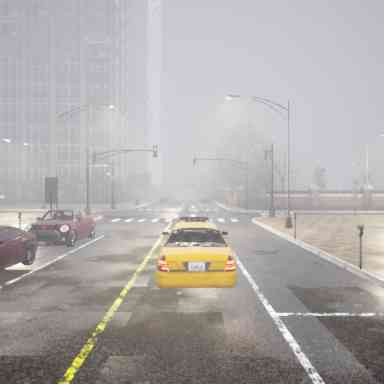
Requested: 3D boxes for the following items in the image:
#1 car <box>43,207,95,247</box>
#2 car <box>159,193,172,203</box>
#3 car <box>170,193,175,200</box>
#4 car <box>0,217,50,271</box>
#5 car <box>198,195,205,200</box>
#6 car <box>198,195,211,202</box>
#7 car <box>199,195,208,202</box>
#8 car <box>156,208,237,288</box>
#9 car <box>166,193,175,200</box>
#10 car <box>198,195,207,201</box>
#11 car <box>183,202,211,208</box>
[{"bbox_3d":[-5.705,1.433,14.667,1.967,1.590,4.097,0,0,0],"label":"car"},{"bbox_3d":[-5.903,1.485,69.190,1.947,1.339,4.313,0,0,0],"label":"car"},{"bbox_3d":[-5.918,1.323,85.874,1.967,1.590,4.097,0,0,0],"label":"car"},{"bbox_3d":[-5.700,1.579,8.975,1.802,1.307,4.206,0,0,0],"label":"car"},{"bbox_3d":[2.602,1.411,91.496,1.887,1.381,4.507,0,0,0],"label":"car"},{"bbox_3d":[2.689,1.492,63.700,1.947,1.339,4.313,0,0,0],"label":"car"},{"bbox_3d":[2.618,1.454,74.814,1.887,1.381,4.507,0,0,0],"label":"car"},{"bbox_3d":[0.090,1.454,9.176,1.801,1.575,5.366,0,0,0],"label":"car"},{"bbox_3d":[-5.923,1.181,91.432,2.192,1.841,5.009,0,0,0],"label":"car"},{"bbox_3d":[2.613,1.448,80.375,2.008,1.369,4.403,0,0,0],"label":"car"},{"bbox_3d":[0.097,1.535,19.439,2.033,1.411,5.357,0,0,0],"label":"car"}]
